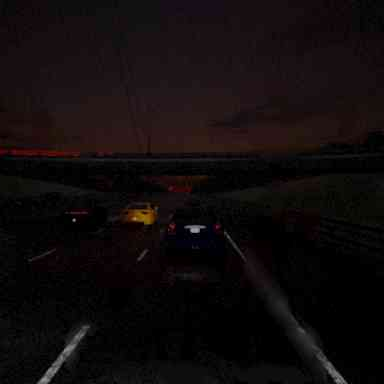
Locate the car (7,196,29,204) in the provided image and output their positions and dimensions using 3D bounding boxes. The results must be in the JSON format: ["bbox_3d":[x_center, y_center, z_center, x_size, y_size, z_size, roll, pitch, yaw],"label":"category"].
[{"bbox_3d":[-24.539,1.397,47.796,1.837,1.490,4.892,0,0,0],"label":"car"}]

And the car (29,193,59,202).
[{"bbox_3d":[-21.039,1.112,48.563,2.150,2.045,5.566,0,0,0],"label":"car"}]

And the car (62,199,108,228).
[{"bbox_3d":[-6.882,1.444,21.875,2.128,1.511,4.902,0,0,0],"label":"car"}]

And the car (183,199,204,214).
[{"bbox_3d":[0.129,1.469,35.416,2.033,1.411,5.357,0,0,0],"label":"car"}]

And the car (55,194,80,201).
[{"bbox_3d":[-17.542,1.397,48.218,1.837,1.490,4.892,0,0,0],"label":"car"}]

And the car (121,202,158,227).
[{"bbox_3d":[-3.382,1.429,22.189,1.882,1.535,5.008,0,0,0],"label":"car"}]

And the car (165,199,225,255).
[{"bbox_3d":[0.108,1.323,13.372,2.097,1.767,4.553,0,0,0],"label":"car"}]
